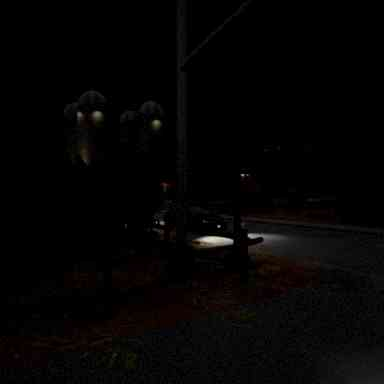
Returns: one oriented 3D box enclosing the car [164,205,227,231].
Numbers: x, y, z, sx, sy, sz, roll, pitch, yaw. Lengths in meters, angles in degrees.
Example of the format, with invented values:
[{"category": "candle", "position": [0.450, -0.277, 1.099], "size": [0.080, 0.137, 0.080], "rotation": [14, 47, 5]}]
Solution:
[{"category": "car", "position": [0.048, 1.525, 19.393], "size": [1.812, 1.442, 4.674], "rotation": [0, 0, -36]}]
